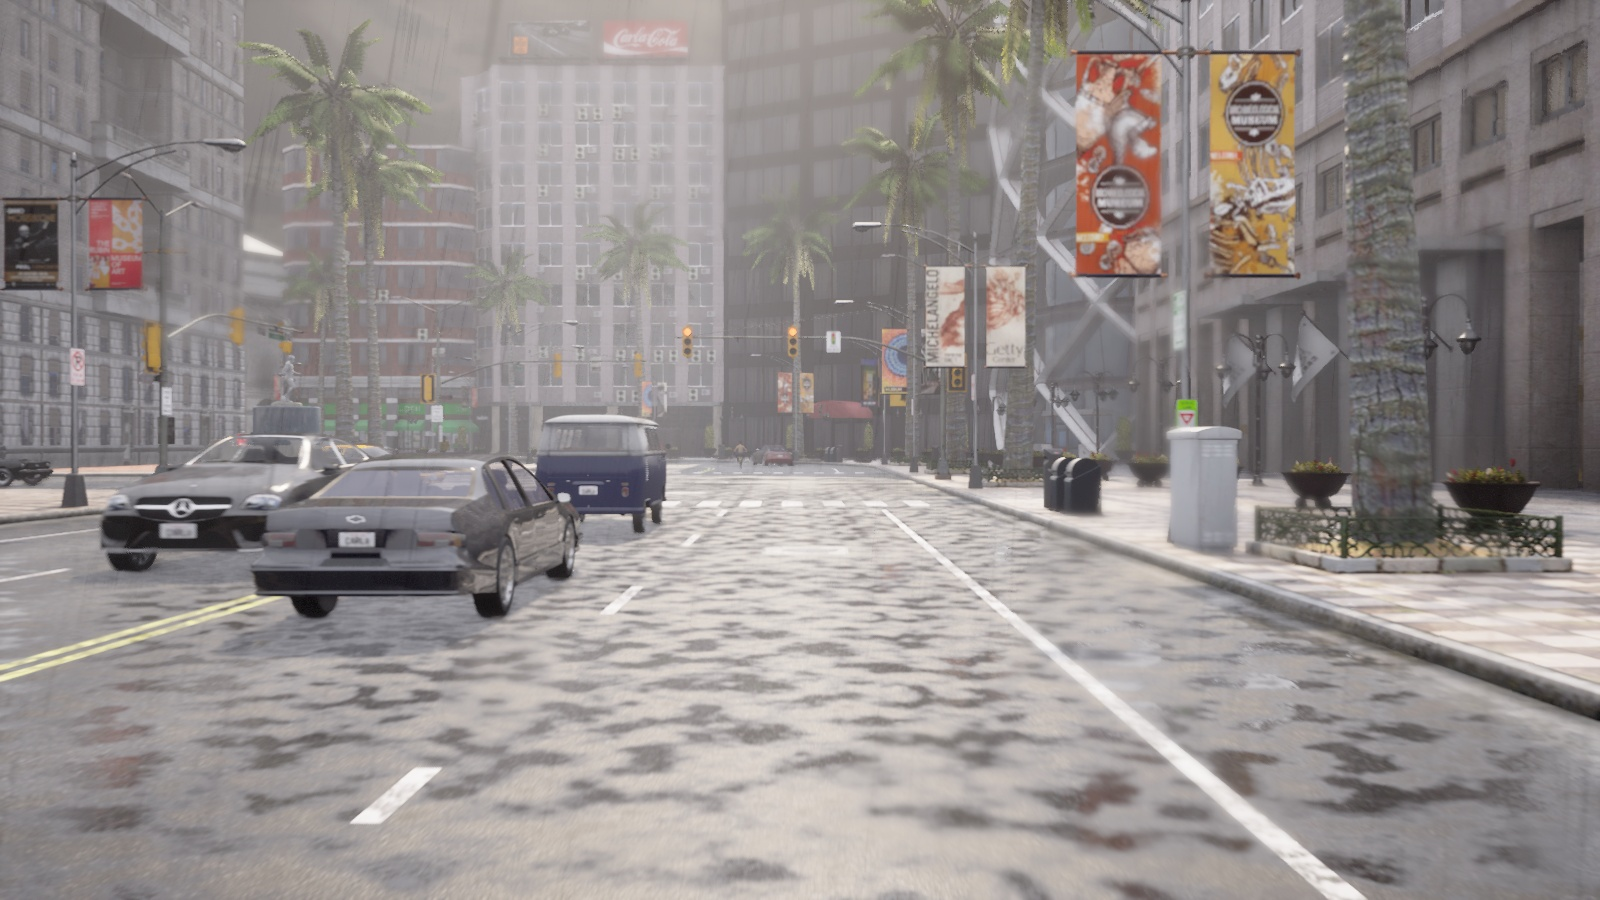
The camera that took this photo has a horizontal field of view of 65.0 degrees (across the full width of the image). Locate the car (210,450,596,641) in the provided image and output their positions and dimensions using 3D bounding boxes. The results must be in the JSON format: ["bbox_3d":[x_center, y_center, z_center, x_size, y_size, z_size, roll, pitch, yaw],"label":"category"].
[{"bbox_3d":[-3.439,0.722,12.179,2.033,1.411,5.357,0,0,0],"label":"car"}]

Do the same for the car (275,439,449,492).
[{"bbox_3d":[-13.652,0.454,39.093,5.366,1.575,1.801,0,0,25],"label":"car"}]

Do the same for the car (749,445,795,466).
[{"bbox_3d":[-1.897,0.342,82.713,1.994,1.385,4.181,0,0,-17],"label":"car"}]

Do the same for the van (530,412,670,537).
[{"bbox_3d":[-3.409,0.371,22.195,1.775,1.987,4.442,0,0,0],"label":"van"}]

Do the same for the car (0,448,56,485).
[{"bbox_3d":[-29.332,0.572,44.557,4.718,1.301,1.895,0,0,0],"label":"car"}]

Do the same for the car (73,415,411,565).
[{"bbox_3d":[-6.929,0.427,16.343,2.152,1.651,5.027,0,0,0],"label":"car"}]
